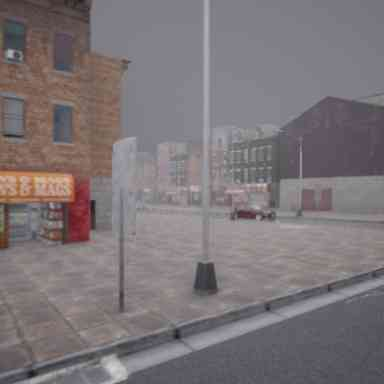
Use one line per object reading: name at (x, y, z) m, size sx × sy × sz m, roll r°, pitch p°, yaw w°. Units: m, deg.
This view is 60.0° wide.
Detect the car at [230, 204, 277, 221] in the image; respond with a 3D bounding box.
car at (5.147, 1.700, 28.277) m, size 1.887 × 1.381 × 4.507 m, roll -1°, pitch 0°, yaw -36°

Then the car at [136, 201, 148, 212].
car at (-7.781, 1.939, 46.251) m, size 1.967 × 1.590 × 4.097 m, roll -1°, pitch 0°, yaw -36°
